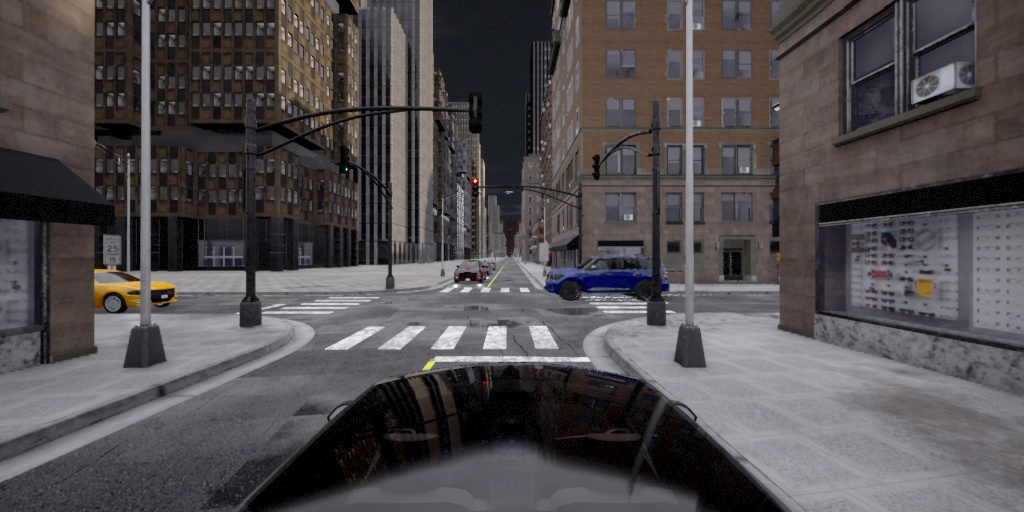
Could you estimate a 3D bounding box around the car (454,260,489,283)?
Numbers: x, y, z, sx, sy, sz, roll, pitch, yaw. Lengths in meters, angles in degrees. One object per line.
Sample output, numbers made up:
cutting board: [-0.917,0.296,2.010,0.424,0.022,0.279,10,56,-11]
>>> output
car: [-3.156,1.099,27.828,2.097,1.767,4.553,0,0,0]

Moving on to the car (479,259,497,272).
car: [-3.183,1.236,48.505,2.128,1.511,4.902,0,0,0]

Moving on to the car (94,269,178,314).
car: [-15.367,1.230,13.261,5.008,1.535,1.882,0,0,0]

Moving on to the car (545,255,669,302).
car: [4.327,0.974,16.637,5.566,2.045,2.150,0,0,0]

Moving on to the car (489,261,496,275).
car: [-3.171,1.294,38.087,2.033,1.411,5.357,0,0,0]
